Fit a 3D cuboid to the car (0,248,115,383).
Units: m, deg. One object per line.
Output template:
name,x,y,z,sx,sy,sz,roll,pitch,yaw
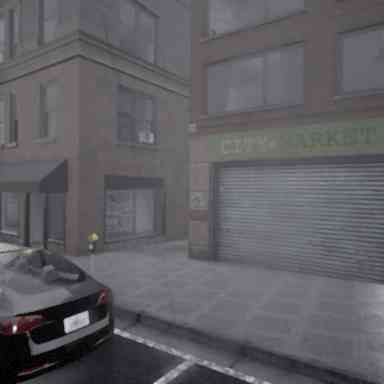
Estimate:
car,-3.047,1.567,5.138,4.313,1.339,1.947,0,1,36
